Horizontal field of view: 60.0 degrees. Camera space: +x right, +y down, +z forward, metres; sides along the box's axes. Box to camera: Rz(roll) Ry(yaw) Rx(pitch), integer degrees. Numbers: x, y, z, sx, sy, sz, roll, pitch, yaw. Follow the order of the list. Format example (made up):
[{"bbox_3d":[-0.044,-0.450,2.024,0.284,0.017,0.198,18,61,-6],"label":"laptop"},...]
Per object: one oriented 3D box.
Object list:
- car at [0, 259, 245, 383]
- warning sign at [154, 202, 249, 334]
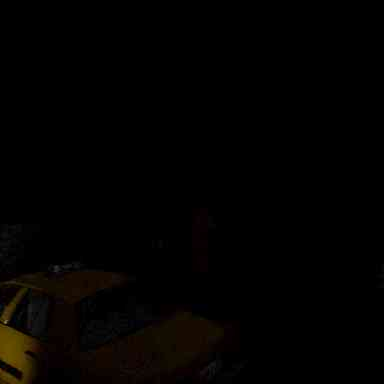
[{"bbox_3d":[-1.750,1.539,4.209,4.829,1.417,1.752,0,0,36],"label":"car"},{"bbox_3d":[0.197,1.126,5.658,1.060,1.860,1.300,0,0,36],"label":"warning sign"}]
